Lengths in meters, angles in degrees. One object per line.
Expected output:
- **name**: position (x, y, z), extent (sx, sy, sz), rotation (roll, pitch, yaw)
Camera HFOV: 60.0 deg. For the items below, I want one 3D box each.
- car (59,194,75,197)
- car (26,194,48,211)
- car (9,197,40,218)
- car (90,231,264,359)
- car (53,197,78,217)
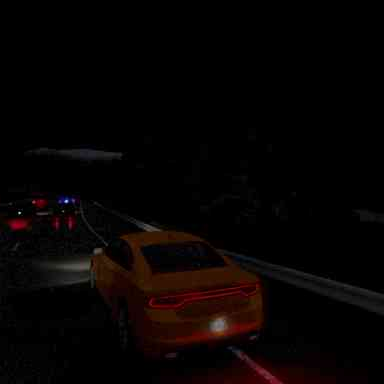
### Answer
- **car**: position (-15.532, 1.221, 41.394), extent (2.150, 2.045, 5.566), rotation (0, 0, -19)
- **car**: position (-18.692, 1.221, 39.989), extent (2.150, 2.045, 5.566), rotation (0, 0, -19)
- **car**: position (-15.245, 1.505, 30.105), extent (1.837, 1.490, 4.892), rotation (0, 0, -20)
- **car**: position (-0.709, 1.478, 6.309), extent (1.882, 1.535, 5.008), rotation (0, 0, -25)
- **car**: position (-12.074, 1.492, 31.505), extent (2.128, 1.511, 4.902), rotation (0, 0, -19)
